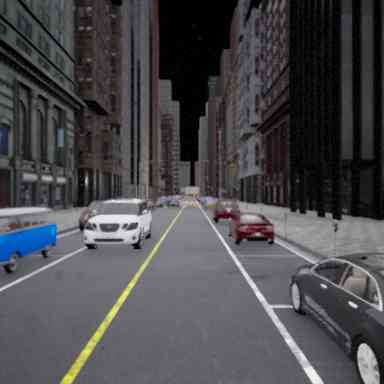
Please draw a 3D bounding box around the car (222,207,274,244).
[{"bbox_3d":[2.760,1.659,16.225,1.887,1.381,4.507,0,0,0],"label":"car"}]

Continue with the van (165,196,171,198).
[{"bbox_3d":[-5.770,1.842,66.939,1.690,1.788,3.998,0,0,0],"label":"van"}]

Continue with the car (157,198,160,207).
[{"bbox_3d":[-5.767,1.868,44.391,1.887,1.381,4.507,0,0,0],"label":"car"}]

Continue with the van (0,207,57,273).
[{"bbox_3d":[-5.765,1.416,10.574,1.690,1.788,3.998,0,0,0],"label":"van"}]

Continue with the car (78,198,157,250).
[{"bbox_3d":[-3.101,1.329,15.152,2.150,2.045,5.566,0,0,0],"label":"car"}]

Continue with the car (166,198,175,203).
[{"bbox_3d":[-5.770,2.224,89.484,1.887,1.381,4.507,0,0,0],"label":"car"}]

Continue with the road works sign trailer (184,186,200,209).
[{"bbox_3d":[-0.003,0.847,52.001,2.380,3.560,2.880,0,0,0],"label":"road works sign trailer"}]

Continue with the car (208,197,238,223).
[{"bbox_3d":[2.759,1.511,27.498,2.192,1.841,5.009,0,0,0],"label":"car"}]

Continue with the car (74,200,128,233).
[{"bbox_3d":[-5.766,1.470,21.847,2.192,1.841,5.009,0,0,0],"label":"car"}]

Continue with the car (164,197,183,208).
[{"bbox_3d":[-3.066,1.976,55.769,1.994,1.385,4.181,0,0,0],"label":"car"}]

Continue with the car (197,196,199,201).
[{"bbox_3d":[2.755,2.140,78.222,2.008,1.369,4.403,0,0,0],"label":"car"}]

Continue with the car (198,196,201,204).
[{"bbox_3d":[2.756,1.940,66.951,1.967,1.590,4.097,0,0,0],"label":"car"}]

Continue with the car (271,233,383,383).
[{"bbox_3d":[2.761,1.586,4.953,2.008,1.369,4.403,0,0,0],"label":"car"}]

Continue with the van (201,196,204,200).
[{"bbox_3d":[2.756,1.752,55.679,1.690,1.788,3.998,0,0,0],"label":"van"}]

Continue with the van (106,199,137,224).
[{"bbox_3d":[-5.766,1.537,27.483,1.690,1.788,3.998,0,0,0],"label":"van"}]

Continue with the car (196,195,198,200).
[{"bbox_3d":[2.754,2.119,89.494,1.967,1.590,4.097,0,0,0],"label":"car"}]

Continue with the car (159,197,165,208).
[{"bbox_3d":[-5.768,1.977,55.664,1.947,1.339,4.313,0,0,0],"label":"car"}]

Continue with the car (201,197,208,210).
[{"bbox_3d":[2.757,1.893,50.212,1.752,1.417,4.829,0,0,0],"label":"car"}]
